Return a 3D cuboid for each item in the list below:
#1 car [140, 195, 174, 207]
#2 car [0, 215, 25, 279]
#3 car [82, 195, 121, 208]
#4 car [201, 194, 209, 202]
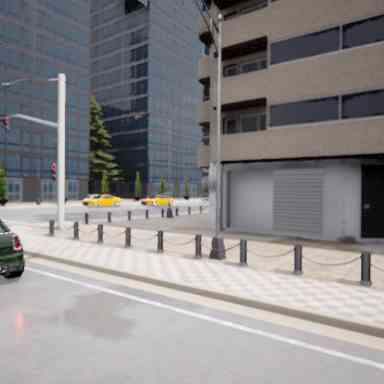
[{"bbox_3d":[-4.427,1.097,42.516,1.882,1.535,5.008,1,1,36],"label":"car"},{"bbox_3d":[-6.280,1.238,8.464,4.553,1.767,2.097,1,0,36],"label":"car"},{"bbox_3d":[-10.723,1.057,39.786,1.882,1.535,5.008,1,1,36],"label":"car"},{"bbox_3d":[3.445,1.073,59.254,2.128,1.511,4.902,1,0,36],"label":"car"}]
